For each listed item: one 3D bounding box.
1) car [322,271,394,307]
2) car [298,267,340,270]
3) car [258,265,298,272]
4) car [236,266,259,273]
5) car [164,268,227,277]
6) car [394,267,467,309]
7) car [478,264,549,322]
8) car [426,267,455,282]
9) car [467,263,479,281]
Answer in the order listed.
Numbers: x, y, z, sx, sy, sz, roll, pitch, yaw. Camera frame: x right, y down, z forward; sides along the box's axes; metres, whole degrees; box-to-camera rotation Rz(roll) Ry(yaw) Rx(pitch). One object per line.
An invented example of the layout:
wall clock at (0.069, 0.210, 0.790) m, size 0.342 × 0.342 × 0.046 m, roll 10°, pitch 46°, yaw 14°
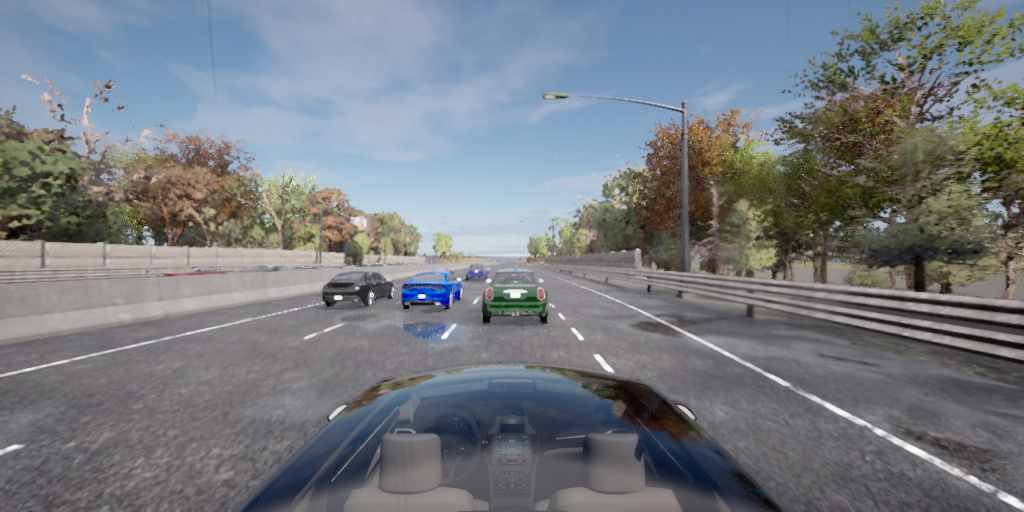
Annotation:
car at (-6.897, 1.440, 16.660) m, size 1.837 × 1.490 × 4.892 m, roll 0°, pitch -1°, yaw 0°
car at (-17.590, 1.709, 34.232) m, size 2.033 × 1.411 × 5.357 m, roll 0°, pitch -1°, yaw 0°
car at (-21.090, 1.710, 34.251) m, size 2.033 × 1.411 × 5.357 m, roll 0°, pitch -1°, yaw 0°
car at (-24.584, 1.664, 34.965) m, size 2.128 × 1.511 × 4.902 m, roll 0°, pitch -1°, yaw 0°
car at (-28.091, 1.734, 31.943) m, size 1.895 × 1.301 × 4.718 m, roll 0°, pitch -1°, yaw 0°
car at (-3.396, 1.403, 15.960) m, size 1.882 × 1.535 × 5.008 m, roll 0°, pitch -1°, yaw 0°
car at (0.102, 1.241, 13.027) m, size 2.097 × 1.767 × 4.553 m, roll 0°, pitch -1°, yaw 0°
car at (-6.891, 1.774, 35.190) m, size 1.895 × 1.301 × 4.718 m, roll 0°, pitch -1°, yaw 0°
car at (-3.393, 1.541, 36.384) m, size 2.097 × 1.767 × 4.553 m, roll 0°, pitch -1°, yaw 0°
